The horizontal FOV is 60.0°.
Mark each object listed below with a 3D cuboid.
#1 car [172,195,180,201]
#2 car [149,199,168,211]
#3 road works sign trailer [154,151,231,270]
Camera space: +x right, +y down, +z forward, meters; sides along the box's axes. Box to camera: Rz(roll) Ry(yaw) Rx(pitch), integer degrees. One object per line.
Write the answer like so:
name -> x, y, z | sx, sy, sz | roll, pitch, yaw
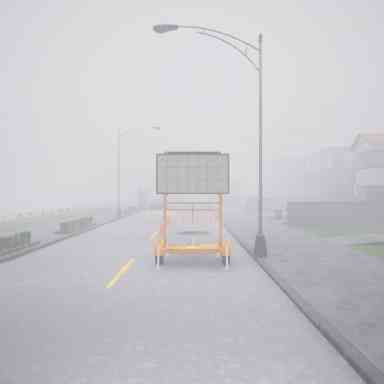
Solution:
car -> -3.827, 1.547, 82.193 | 2.033, 1.411, 5.357 | 0, 0, 0
car -> -4.015, 1.564, 40.232 | 1.994, 1.385, 4.181 | 0, 0, 0
road works sign trailer -> 0.022, 0.464, 11.029 | 2.380, 3.560, 2.880 | 0, 0, 0
